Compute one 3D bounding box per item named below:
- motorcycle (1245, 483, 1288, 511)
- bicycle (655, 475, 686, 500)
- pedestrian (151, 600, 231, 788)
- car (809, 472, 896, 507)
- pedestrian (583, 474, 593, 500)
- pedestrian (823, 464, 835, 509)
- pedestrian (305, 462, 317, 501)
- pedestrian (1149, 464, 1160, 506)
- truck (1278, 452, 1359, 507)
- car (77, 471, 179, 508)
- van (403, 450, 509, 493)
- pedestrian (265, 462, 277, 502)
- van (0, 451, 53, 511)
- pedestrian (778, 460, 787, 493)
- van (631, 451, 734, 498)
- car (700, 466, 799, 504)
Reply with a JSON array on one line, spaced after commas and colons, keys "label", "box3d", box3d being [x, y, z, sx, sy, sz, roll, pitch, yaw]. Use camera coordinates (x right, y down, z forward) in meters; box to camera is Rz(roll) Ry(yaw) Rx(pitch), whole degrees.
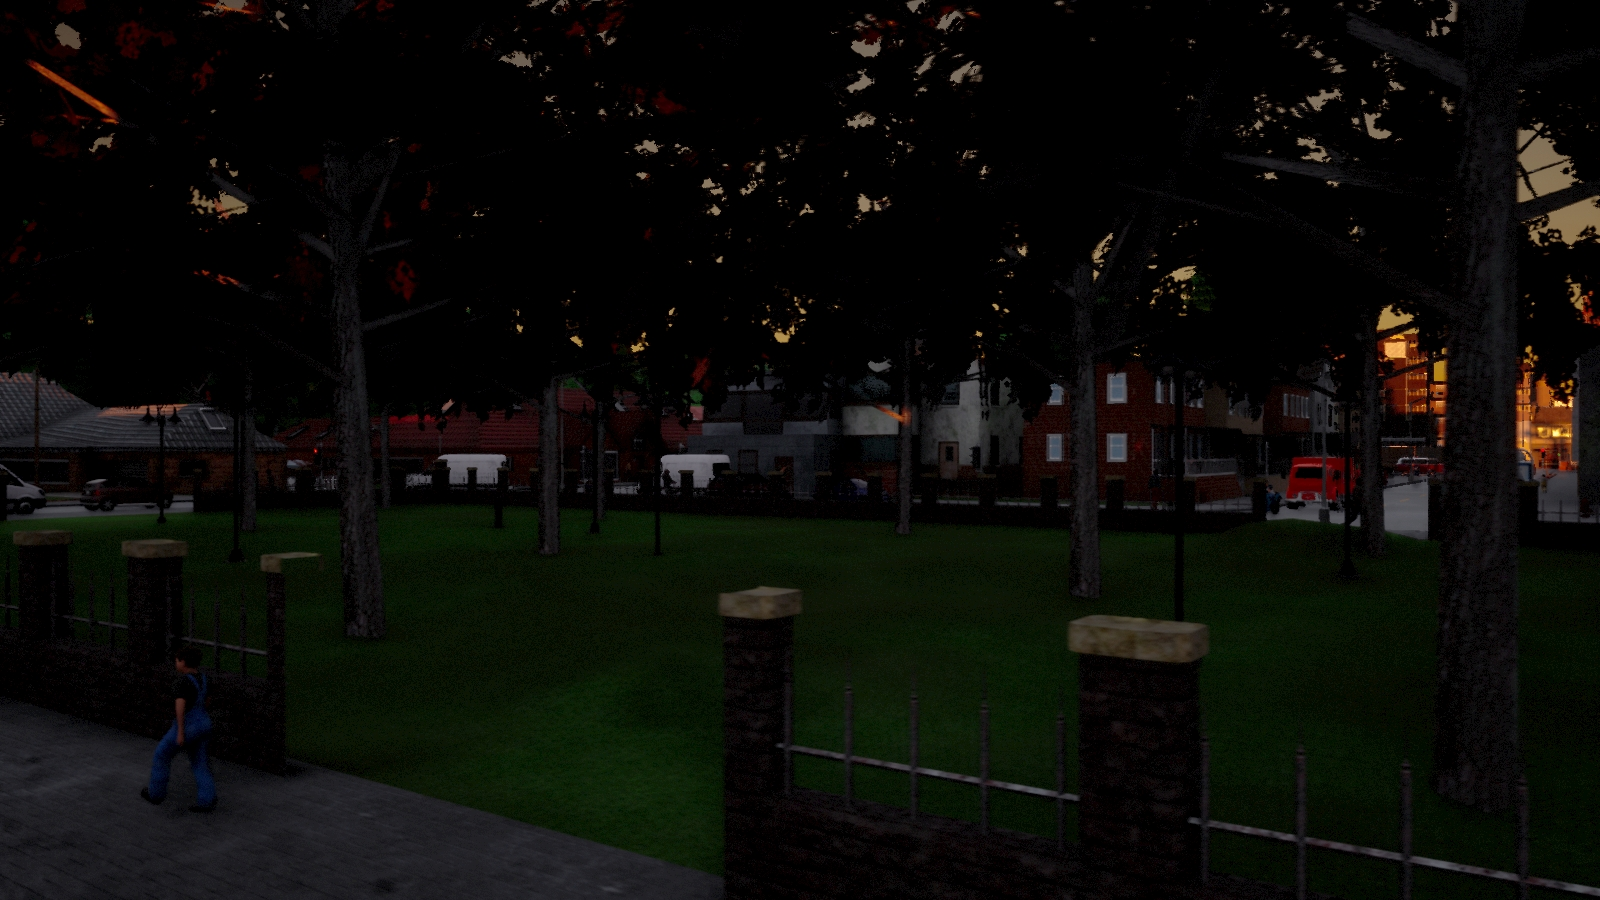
[{"label": "motorcycle", "box3d": [19.852, 1.993, 48.635, 2.033, 1.145, 0.803, 0, 0, -38]}, {"label": "bicycle", "box3d": [-6.729, 1.941, 59.498, 1.835, 1.271, 0.329, 0, 0, 35]}, {"label": "pedestrian", "box3d": [-4.542, 1.806, 8.532, 0.375, 1.300, 0.375, 0, 0, 21]}, {"label": "car", "box3d": [2.430, 1.818, 53.220, 3.633, 1.501, 1.845, 0, 0, 36]}, {"label": "pedestrian", "box3d": [-10.358, 1.805, 55.822, 0.375, 1.300, 0.375, 0, 0, -41]}, {"label": "pedestrian", "box3d": [1.212, 1.525, 47.406, 0.375, 1.860, 0.375, 0, 0, 32]}, {"label": "pedestrian", "box3d": [-23.704, 1.525, 55.394, 0.375, 1.860, 0.375, 0, 0, 34]}, {"label": "pedestrian", "box3d": [15.989, 1.574, 51.561, 0.375, 1.860, 0.375, 0, 0, 32]}, {"label": "truck", "box3d": [24.686, 1.349, 54.332, 2.627, 2.467, 5.204, 0, 0, 35]}, {"label": "car", "box3d": [-31.340, 1.807, 53.341, 1.789, 1.549, 3.705, 0, 0, 35]}, {"label": "van", "box3d": [-21.101, 1.315, 70.283, 5.915, 2.561, 1.988, 0, -1, -3]}, {"label": "pedestrian", "box3d": [-25.268, 1.526, 54.529, 0.375, 1.860, 0.375, 0, 0, 29]}, {"label": "van", "box3d": [-35.141, 1.315, 48.022, 1.988, 2.561, 5.915, 0, 0, 36]}, {"label": "pedestrian", "box3d": [-1.010, 1.517, 65.712, 0.375, 1.860, 0.375, 0, 0, 36]}, {"label": "van", "box3d": [-6.630, 1.315, 64.233, 5.915, 2.561, 1.988, 0, 0, 35]}, {"label": "car", "box3d": [-2.515, 1.686, 56.473, 4.553, 1.767, 2.097, 0, 0, 35]}]
